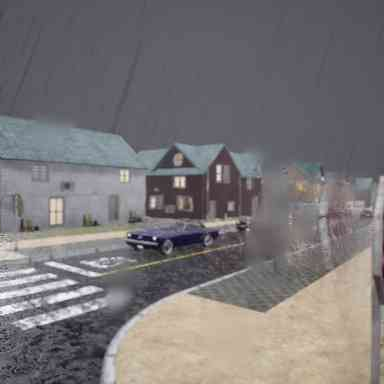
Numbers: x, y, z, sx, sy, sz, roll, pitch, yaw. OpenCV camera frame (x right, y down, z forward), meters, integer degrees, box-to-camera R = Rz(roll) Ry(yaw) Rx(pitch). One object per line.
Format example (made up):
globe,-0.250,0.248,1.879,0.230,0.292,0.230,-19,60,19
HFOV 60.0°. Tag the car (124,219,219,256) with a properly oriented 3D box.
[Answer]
car,-0.752,1.900,14.968,1.895,1.301,4.718,1,0,37

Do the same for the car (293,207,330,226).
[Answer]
car,10.435,2.121,29.642,1.837,1.490,4.892,1,-1,37

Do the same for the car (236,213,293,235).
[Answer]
car,4.805,2.056,22.279,1.895,1.301,4.718,1,0,37

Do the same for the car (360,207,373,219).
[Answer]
car,20.630,2.403,38.153,1.812,1.442,4.674,1,-1,38

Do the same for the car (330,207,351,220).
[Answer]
car,16.511,2.356,37.561,1.994,1.385,4.181,1,-1,37
